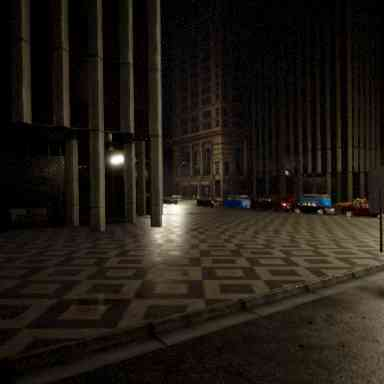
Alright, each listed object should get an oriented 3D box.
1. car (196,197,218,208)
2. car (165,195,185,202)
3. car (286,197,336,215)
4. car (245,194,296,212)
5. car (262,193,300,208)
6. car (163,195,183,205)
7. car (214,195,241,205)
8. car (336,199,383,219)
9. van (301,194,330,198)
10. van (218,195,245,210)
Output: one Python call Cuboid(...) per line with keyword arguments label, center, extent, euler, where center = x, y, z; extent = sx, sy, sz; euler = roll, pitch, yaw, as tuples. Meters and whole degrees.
Cuboid(label="car", center=(2.410, 1.385, 46.809), extent=(1.967, 1.590, 4.097), euler=(-1, 1, -36))
Cuboid(label="car", center=(-3.564, 1.275, 69.722), extent=(2.008, 1.369, 4.403), euler=(-1, 1, -36))
Cuboid(label="car", center=(12.098, 1.563, 33.360), extent=(2.008, 1.369, 4.403), euler=(-1, 1, -36))
Cuboid(label="car", center=(8.867, 1.304, 37.841), extent=(2.192, 1.841, 5.009), euler=(-1, 1, -36))
Cuboid(label="car", center=(12.569, 1.148, 47.298), extent=(2.192, 1.841, 5.009), euler=(-1, 1, -36))
Cuboid(label="car", center=(-4.047, 1.453, 55.777), extent=(2.008, 1.369, 4.403), euler=(-1, 1, -36))
Cuboid(label="car", center=(6.018, 1.314, 56.406), extent=(1.752, 1.417, 4.829), euler=(-1, 1, -36))
Cuboid(label="car", center=(15.327, 1.580, 28.876), extent=(1.887, 1.381, 4.507), euler=(-1, 1, -36))
Cuboid(label="van", center=(15.797, 1.196, 42.813), extent=(1.690, 1.788, 3.998), euler=(-1, 1, -36))
Cuboid(label="van", center=(5.638, 1.308, 42.325), extent=(1.690, 1.788, 3.998), euler=(-1, 1, -36))
